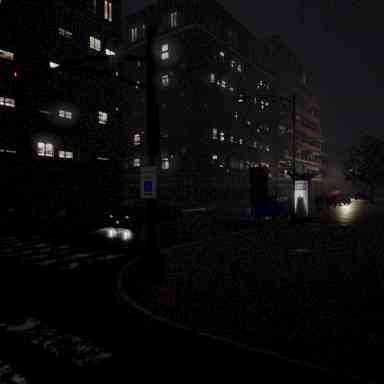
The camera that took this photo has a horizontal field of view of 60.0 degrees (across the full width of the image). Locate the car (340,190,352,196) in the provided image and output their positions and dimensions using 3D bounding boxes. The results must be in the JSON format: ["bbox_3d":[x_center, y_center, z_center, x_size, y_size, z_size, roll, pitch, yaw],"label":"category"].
[{"bbox_3d":[38.824,0.278,83.663,2.008,1.369,4.403,1,1,36],"label":"car"}]

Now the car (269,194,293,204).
[{"bbox_3d":[12.574,0.933,46.906,1.802,1.307,4.206,1,1,36],"label":"car"}]

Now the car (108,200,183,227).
[{"bbox_3d":[-2.735,1.308,21.246,2.033,1.411,5.357,0,1,36],"label":"car"}]

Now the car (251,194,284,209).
[{"bbox_3d":[8.439,1.022,36.870,1.812,1.442,4.674,0,1,36],"label":"car"}]

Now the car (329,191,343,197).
[{"bbox_3d":[32.262,0.428,74.473,1.887,1.381,4.507,1,1,36],"label":"car"}]

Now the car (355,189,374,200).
[{"bbox_3d":[28.688,0.564,55.907,1.967,1.590,4.097,1,1,36],"label":"car"}]

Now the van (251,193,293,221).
[{"bbox_3d":[5.695,1.009,23.708,1.690,1.788,3.998,1,1,36],"label":"van"}]

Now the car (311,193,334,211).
[{"bbox_3d":[12.264,1.078,32.912,1.947,1.339,4.313,1,1,36],"label":"car"}]

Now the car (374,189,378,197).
[{"bbox_3d":[31.973,0.590,60.509,1.887,1.381,4.507,1,1,36],"label":"car"}]

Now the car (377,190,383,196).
[{"bbox_3d":[45.111,0.315,78.907,1.802,1.307,4.206,1,1,36],"label":"car"}]

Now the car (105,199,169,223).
[{"bbox_3d":[-3.832,1.283,23.931,1.887,1.381,4.507,1,1,36],"label":"car"}]

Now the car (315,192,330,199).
[{"bbox_3d":[25.699,0.621,65.284,1.802,1.307,4.206,1,1,36],"label":"car"}]

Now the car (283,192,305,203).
[{"bbox_3d":[15.757,0.801,51.361,1.752,1.417,4.829,1,1,36],"label":"car"}]

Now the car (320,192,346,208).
[{"bbox_3d":[15.549,0.979,37.511,1.887,1.381,4.507,1,1,36],"label":"car"}]

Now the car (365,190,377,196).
[{"bbox_3d":[44.217,0.216,82.085,1.994,1.385,4.181,0,1,36],"label":"car"}]

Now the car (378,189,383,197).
[{"bbox_3d":[41.827,0.356,74.307,1.887,1.381,4.507,1,1,36],"label":"car"}]

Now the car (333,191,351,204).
[{"bbox_3d":[18.834,0.923,42.111,1.947,1.339,4.313,1,1,36],"label":"car"}]

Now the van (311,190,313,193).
[{"bbox_3d":[19.137,0.536,56.090,1.690,1.788,3.998,1,1,36],"label":"van"}]
